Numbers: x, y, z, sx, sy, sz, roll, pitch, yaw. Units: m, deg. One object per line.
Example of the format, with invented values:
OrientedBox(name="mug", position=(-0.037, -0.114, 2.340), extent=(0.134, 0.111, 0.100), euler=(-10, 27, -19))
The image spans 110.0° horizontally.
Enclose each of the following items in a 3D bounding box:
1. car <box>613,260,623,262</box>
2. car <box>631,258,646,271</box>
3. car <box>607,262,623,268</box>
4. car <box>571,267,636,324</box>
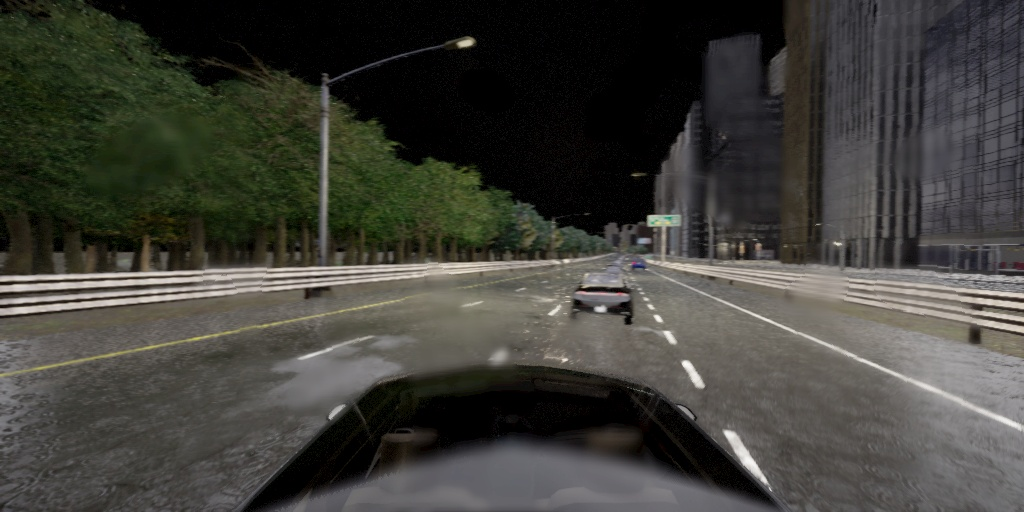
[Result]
OrientedBox(name="car", position=(14.237, 1.616, 49.362), extent=(1.994, 1.385, 4.181), euler=(1, 0, 17))
OrientedBox(name="car", position=(21.566, 1.388, 61.232), extent=(2.150, 2.045, 5.566), euler=(1, 0, 17))
OrientedBox(name="car", position=(8.943, 1.512, 31.632), extent=(1.994, 1.385, 4.181), euler=(1, 0, 17))
OrientedBox(name="car", position=(3.209, 1.315, 12.492), extent=(2.128, 1.511, 4.902), euler=(1, 0, 17))
